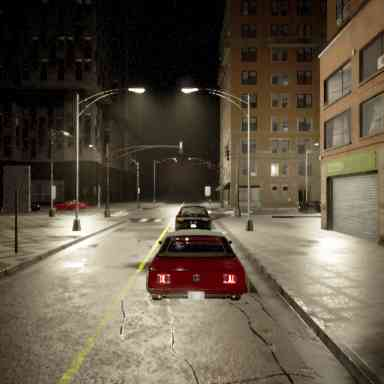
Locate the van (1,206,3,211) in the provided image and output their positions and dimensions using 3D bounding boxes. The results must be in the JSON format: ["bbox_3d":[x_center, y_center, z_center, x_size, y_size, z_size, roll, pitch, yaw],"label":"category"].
[{"bbox_3d":[-20.185,1.425,30.791,3.998,1.788,1.690,0,0,0],"label":"van"}]

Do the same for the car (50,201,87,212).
[{"bbox_3d":[-14.553,1.701,39.321,4.206,1.307,1.802,0,0,0],"label":"car"}]

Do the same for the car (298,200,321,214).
[{"bbox_3d":[12.041,1.415,30.826,4.313,1.339,1.947,0,0,0],"label":"car"}]

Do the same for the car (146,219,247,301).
[{"bbox_3d":[0.081,1.601,8.282,1.895,1.301,4.718,0,0,0],"label":"car"}]

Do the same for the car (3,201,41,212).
[{"bbox_3d":[-20.201,1.725,39.315,4.313,1.339,1.947,0,0,0],"label":"car"}]

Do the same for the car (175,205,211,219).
[{"bbox_3d":[0.059,1.474,18.431,1.882,1.535,5.008,0,0,0],"label":"car"}]
